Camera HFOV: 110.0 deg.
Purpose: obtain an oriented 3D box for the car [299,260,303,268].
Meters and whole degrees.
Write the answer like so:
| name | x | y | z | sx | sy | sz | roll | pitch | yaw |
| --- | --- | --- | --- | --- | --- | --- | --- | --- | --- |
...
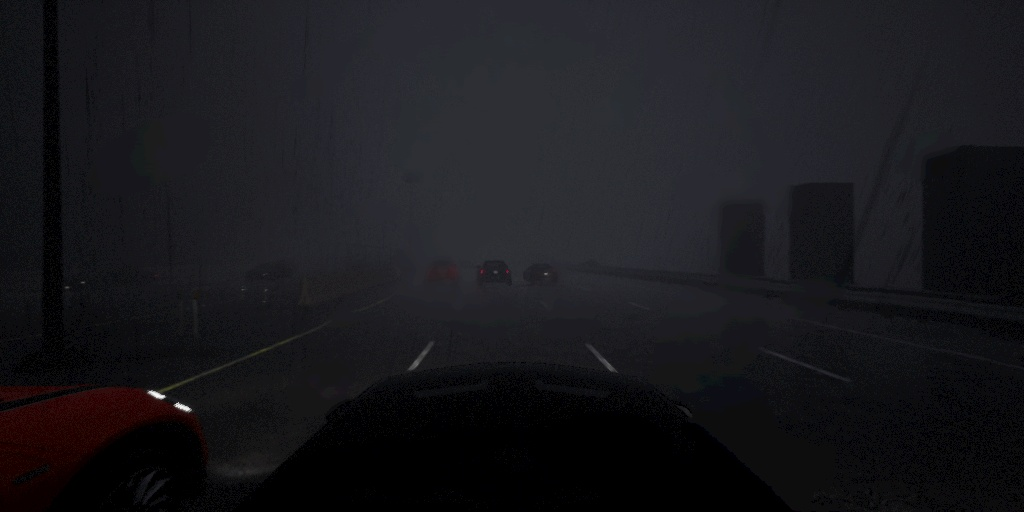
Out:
| name | x | y | z | sx | sy | sz | roll | pitch | yaw |
| --- | --- | --- | --- | --- | --- | --- | --- | --- | --- |
| car | -25.557 | 1.191 | 39.994 | 2.097 | 1.767 | 4.553 | 0 | 0 | -13 |

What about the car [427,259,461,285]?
| name | x | y | z | sx | sy | sz | roll | pitch | yaw |
| --- | --- | --- | --- | --- | --- | --- | --- | --- | --- |
| car | -5.035 | 1.073 | 26.436 | 2.097 | 1.767 | 4.553 | -1 | 0 | -8 |

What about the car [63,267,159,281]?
| name | x | y | z | sx | sy | sz | roll | pitch | yaw |
| --- | --- | --- | --- | --- | --- | --- | --- | --- | --- |
| car | -26.050 | 1.435 | 23.362 | 2.033 | 1.411 | 5.357 | 0 | 0 | -7 |

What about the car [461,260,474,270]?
| name | x | y | z | sx | sy | sz | roll | pitch | yaw |
| --- | --- | --- | --- | --- | --- | --- | --- | --- | --- |
| car | -6.507 | 1.230 | 51.381 | 1.994 | 1.385 | 4.181 | 0 | 0 | -16 |

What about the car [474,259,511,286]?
| name | x | y | z | sx | sy | sz | roll | pitch | yaw |
| --- | --- | --- | --- | --- | --- | --- | --- | --- | --- |
| car | -1.321 | 1.049 | 24.832 | 2.097 | 1.767 | 4.553 | -1 | 0 | -7 |

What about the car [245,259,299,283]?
| name | x | y | z | sx | sy | sz | roll | pitch | yaw |
| --- | --- | --- | --- | --- | --- | --- | --- | --- | --- |
| car | -19.941 | 1.303 | 29.633 | 1.882 | 1.535 | 5.008 | 0 | 0 | -9 |

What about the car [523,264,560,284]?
| name | x | y | z | sx | sy | sz | roll | pitch | yaw |
| --- | --- | --- | --- | --- | --- | --- | --- | --- | --- |
| car | 2.073 | 1.233 | 26.235 | 1.994 | 1.385 | 4.181 | 0 | 0 | -8 |

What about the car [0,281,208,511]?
| name | x | y | z | sx | sy | sz | roll | pitch | yaw |
| --- | --- | --- | --- | --- | --- | --- | --- | --- | --- |
| car | -3.403 | 1.129 | 0.857 | 2.097 | 1.767 | 4.553 | -1 | 0 | 0 |

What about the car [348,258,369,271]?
| name | x | y | z | sx | sy | sz | roll | pitch | yaw |
| --- | --- | --- | --- | --- | --- | --- | --- | --- | --- |
| car | -20.481 | 1.304 | 48.411 | 1.812 | 1.442 | 4.674 | 0 | 0 | -15 |
